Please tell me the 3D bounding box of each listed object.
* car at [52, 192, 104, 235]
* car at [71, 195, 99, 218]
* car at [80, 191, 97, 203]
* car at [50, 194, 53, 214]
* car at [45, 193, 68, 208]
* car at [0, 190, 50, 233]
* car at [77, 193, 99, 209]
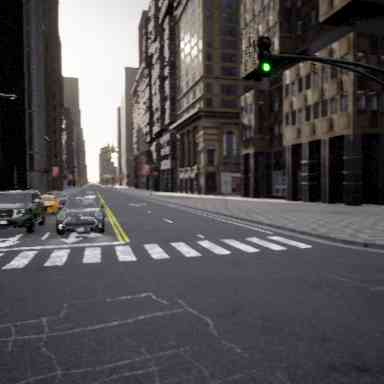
[{"bbox_3d":[-5.557,1.035,16.799,2.097,1.767,4.553,-1,1,-16],"label":"car"},{"bbox_3d":[-8.110,1.041,25.411,1.812,1.442,4.674,-1,1,-16],"label":"car"},{"bbox_3d":[-13.890,0.680,45.016,2.033,1.411,5.357,-1,1,-16],"label":"car"},{"bbox_3d":[-11.966,1.005,27.014,1.882,1.535,5.008,-1,1,-16],"label":"car"},{"bbox_3d":[-14.783,0.907,36.495,1.994,1.385,4.181,-1,1,-17],"label":"car"},{"bbox_3d":[-9.134,0.936,17.415,2.150,2.045,5.566,-1,1,-16],"label":"car"},{"bbox_3d":[-10.967,0.892,35.020,1.994,1.385,4.181,-1,1,-18],"label":"car"}]
